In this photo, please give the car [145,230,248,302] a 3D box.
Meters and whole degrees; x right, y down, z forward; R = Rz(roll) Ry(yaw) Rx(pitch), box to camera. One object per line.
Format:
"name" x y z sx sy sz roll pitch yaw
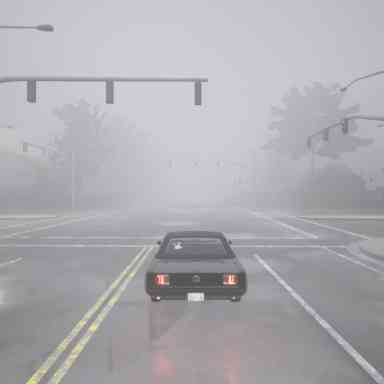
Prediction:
"car" 0.065 1.601 8.208 1.895 1.301 4.718 0 0 0
